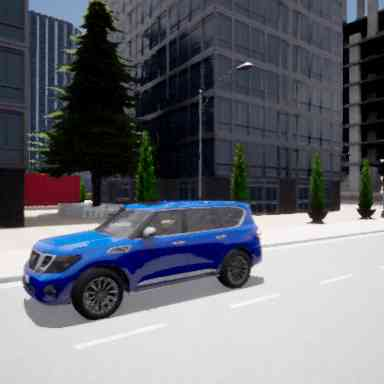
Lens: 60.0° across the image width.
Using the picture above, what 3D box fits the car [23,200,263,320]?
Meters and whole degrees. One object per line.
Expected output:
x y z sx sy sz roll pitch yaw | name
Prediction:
-0.780 1.239 7.728 5.566 2.045 2.150 0 0 -35 | car
